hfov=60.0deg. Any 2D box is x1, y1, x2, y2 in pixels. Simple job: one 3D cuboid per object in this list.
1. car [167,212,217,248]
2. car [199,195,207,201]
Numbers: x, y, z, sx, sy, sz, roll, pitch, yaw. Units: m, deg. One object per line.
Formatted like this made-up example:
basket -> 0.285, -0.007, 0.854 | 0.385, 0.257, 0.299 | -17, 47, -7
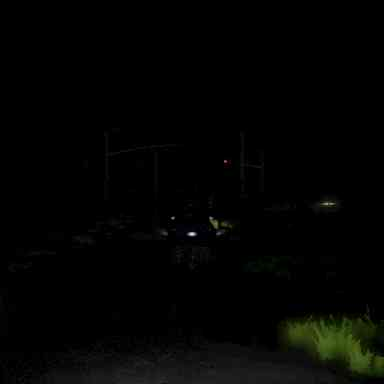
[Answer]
car -> 0.000, 1.570, 14.650 | 1.994, 1.385, 4.181 | 0, 0, 0
car -> 2.867, 1.498, 85.757 | 2.033, 1.411, 5.357 | 0, 0, 3
